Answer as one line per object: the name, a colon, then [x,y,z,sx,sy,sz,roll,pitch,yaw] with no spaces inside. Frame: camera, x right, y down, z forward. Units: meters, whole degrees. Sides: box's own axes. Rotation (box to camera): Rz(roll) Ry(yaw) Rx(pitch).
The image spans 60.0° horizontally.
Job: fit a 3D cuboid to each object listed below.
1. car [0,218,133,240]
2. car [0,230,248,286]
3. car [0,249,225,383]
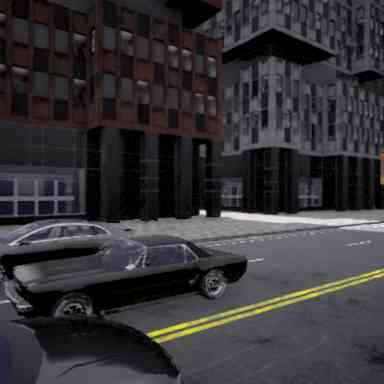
car: [-3.837,1.499,8.933,4.902,1.511,2.128,0,0,-35]
car: [-1.143,1.611,6.863,4.718,1.301,1.895,0,0,-35]
car: [-2.258,1.489,1.829,4.902,1.511,2.128,0,0,-35]
